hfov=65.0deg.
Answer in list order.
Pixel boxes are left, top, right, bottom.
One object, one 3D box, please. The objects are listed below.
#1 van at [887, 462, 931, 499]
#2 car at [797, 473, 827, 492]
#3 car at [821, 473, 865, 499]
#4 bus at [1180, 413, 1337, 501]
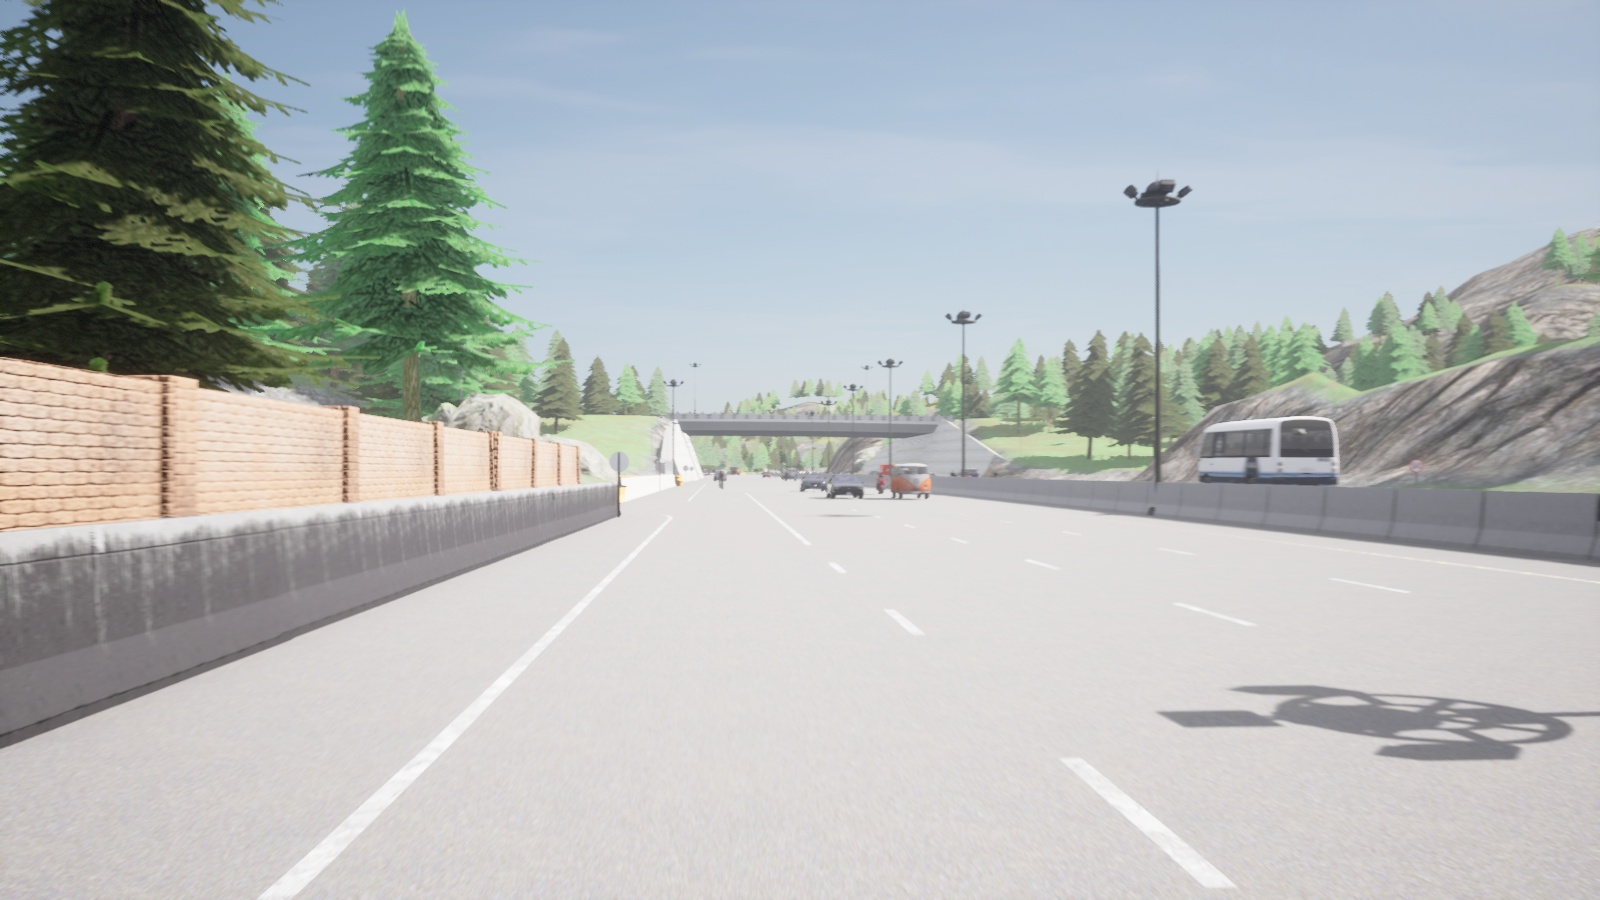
[{"bbox_3d":[6.051,1.711,70.370,1.775,1.987,4.442,0,-1,-4],"label":"van"},{"bbox_3d":[0.889,2.479,95.431,1.994,1.385,4.181,0,-1,-4],"label":"car"},{"bbox_3d":[2.427,2.060,72.166,2.033,1.411,5.357,0,-1,-4],"label":"car"},{"bbox_3d":[23.860,0.392,66.182,3.944,4.253,10.273,0,-1,-4],"label":"bus"}]
